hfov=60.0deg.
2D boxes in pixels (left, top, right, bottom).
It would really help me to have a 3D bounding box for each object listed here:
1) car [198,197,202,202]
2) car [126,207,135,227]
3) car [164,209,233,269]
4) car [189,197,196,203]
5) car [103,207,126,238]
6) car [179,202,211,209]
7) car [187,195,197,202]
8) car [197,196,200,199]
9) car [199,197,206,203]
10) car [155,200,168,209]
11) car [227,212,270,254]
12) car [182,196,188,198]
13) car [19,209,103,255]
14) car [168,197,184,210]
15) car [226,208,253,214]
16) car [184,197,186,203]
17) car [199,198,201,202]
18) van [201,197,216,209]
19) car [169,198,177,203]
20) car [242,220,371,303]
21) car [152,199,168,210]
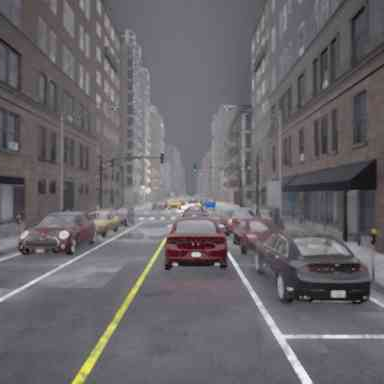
[{"bbox_3d":[2.840,2.282,74.562,1.802,1.307,4.206,0,0,0],"label":"car"},{"bbox_3d":[-5.323,1.785,24.771,2.008,1.369,4.403,0,-1,0],"label":"car"},{"bbox_3d":[0.133,1.589,11.638,1.882,1.535,5.008,0,0,0],"label":"car"},{"bbox_3d":[0.250,2.271,91.976,1.882,1.535,5.008,0,0,0],"label":"car"},{"bbox_3d":[-5.339,1.706,19.083,1.752,1.417,4.829,0,-1,0],"label":"car"},{"bbox_3d":[0.328,1.823,27.273,1.994,1.385,4.181,0,-1,4],"label":"car"},{"bbox_3d":[0.222,2.115,81.945,2.097,1.767,4.553,0,0,0],"label":"car"},{"bbox_3d":[2.856,2.065,80.246,2.192,1.841,5.009,0,0,0],"label":"car"},{"bbox_3d":[2.887,2.289,91.606,1.967,1.590,4.097,0,0,0],"label":"car"},{"bbox_3d":[-5.233,2.087,57.533,1.887,1.381,4.507,0,-1,0],"label":"car"},{"bbox_3d":[2.672,1.714,13.721,1.802,1.307,4.206,0,-1,0],"label":"car"},{"bbox_3d":[-2.542,2.242,76.664,1.812,1.442,4.674,0,-1,0],"label":"car"},{"bbox_3d":[-5.354,1.570,13.737,1.967,1.590,4.097,0,-1,0],"label":"car"},{"bbox_3d":[-2.692,1.970,52.127,1.882,1.535,5.008,0,-1,0],"label":"car"},{"bbox_3d":[2.687,1.624,19.241,1.967,1.590,4.097,0,-1,0],"label":"car"},{"bbox_3d":[-2.580,2.182,65.527,1.994,1.385,4.181,0,-1,0],"label":"car"},{"bbox_3d":[2.808,2.179,63.199,1.802,1.307,4.206,0,-1,0],"label":"car"},{"bbox_3d":[2.777,1.831,51.840,1.690,1.788,3.998,0,-1,0],"label":"van"},{"bbox_3d":[-5.138,2.413,91.623,1.947,1.339,4.313,0,0,0],"label":"car"},{"bbox_3d":[2.656,1.630,8.202,2.008,1.369,4.403,0,-1,0],"label":"car"},{"bbox_3d":[-5.248,2.040,51.851,2.008,1.369,4.403,0,-1,0],"label":"car"}]
